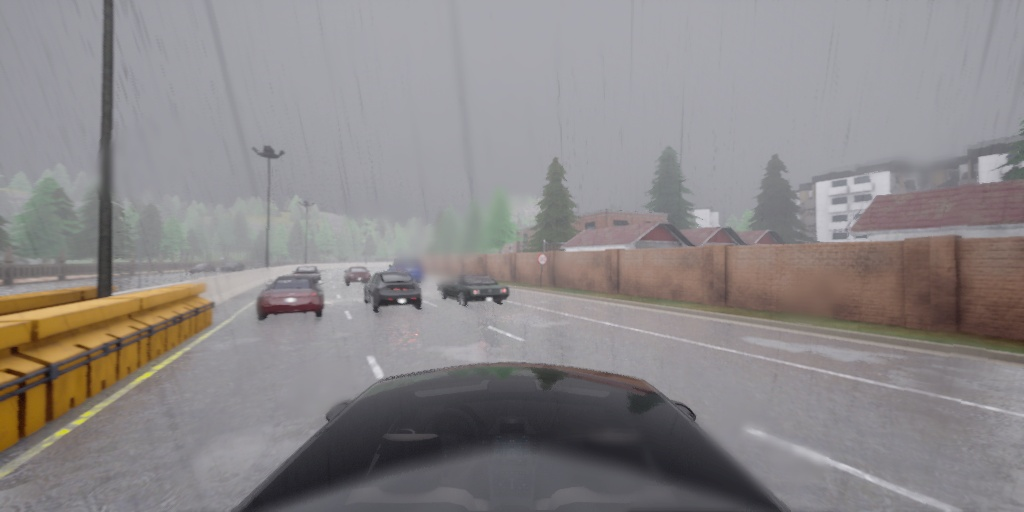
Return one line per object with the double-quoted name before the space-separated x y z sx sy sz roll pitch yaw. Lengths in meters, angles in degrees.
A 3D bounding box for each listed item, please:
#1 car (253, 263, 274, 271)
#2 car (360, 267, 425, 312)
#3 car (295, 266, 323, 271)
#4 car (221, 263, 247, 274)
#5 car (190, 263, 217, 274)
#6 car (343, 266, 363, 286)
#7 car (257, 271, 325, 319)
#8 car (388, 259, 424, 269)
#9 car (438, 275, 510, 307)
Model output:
"car" -35.565 1.752 51.283 1.837 1.490 4.892 0 0 -21
"car" -5.166 1.399 15.323 1.837 1.490 4.892 0 0 -28
"car" -15.333 1.499 26.894 2.128 1.511 4.902 0 -1 -28
"car" -38.952 1.711 50.318 1.882 1.535 5.008 0 -1 -21
"car" -42.353 1.745 49.369 1.812 1.442 4.674 0 -1 -22
"car" -12.430 1.556 28.895 1.812 1.442 4.674 0 0 -28
"car" -8.196 1.434 13.565 1.994 1.385 4.181 0 -1 -28
"car" -8.729 1.265 29.366 2.150 2.045 5.566 0 0 -28
"car" -1.963 1.512 16.749 1.895 1.301 4.718 0 -1 -28
